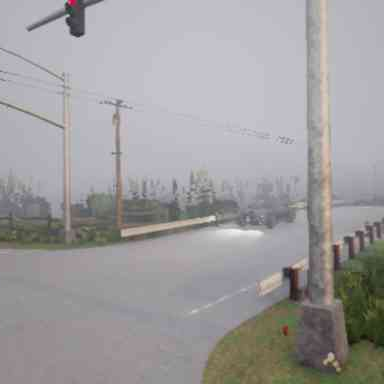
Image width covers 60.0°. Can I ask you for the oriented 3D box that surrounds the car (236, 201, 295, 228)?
[{"bbox_3d":[4.369,1.218,19.550,1.994,1.385,4.181,-1,2,42],"label":"car"}]

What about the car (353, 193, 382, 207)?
[{"bbox_3d":[18.724,0.826,34.927,2.033,1.411,5.357,-1,-2,44],"label":"car"}]
